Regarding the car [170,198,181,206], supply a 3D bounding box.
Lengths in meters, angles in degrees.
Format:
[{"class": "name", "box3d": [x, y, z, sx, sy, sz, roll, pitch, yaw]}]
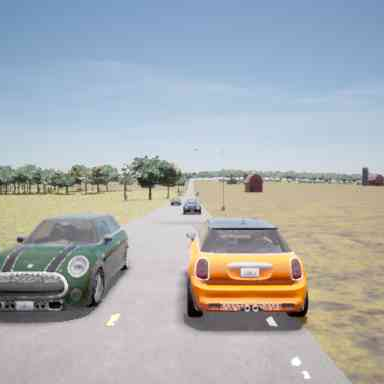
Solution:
[{"class": "car", "box3d": [-2.812, 1.720, 58.681, 2.033, 1.411, 5.357, 0, 0, 0]}]

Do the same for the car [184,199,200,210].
[{"class": "car", "box3d": [-0.033, 1.650, 45.484, 2.033, 1.411, 5.357, 0, 0, 0]}]

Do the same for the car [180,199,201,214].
[{"class": "car", "box3d": [0.034, 1.654, 35.522, 1.895, 1.301, 4.718, 0, 0, 0]}]

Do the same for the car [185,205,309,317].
[{"class": "car", "box3d": [0.954, 1.347, 7.616, 2.097, 1.767, 4.553, 0, 0, 0]}]

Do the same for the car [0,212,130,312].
[{"class": "car", "box3d": [-2.859, 1.348, 7.927, 2.097, 1.767, 4.553, 0, 0, 0]}]
